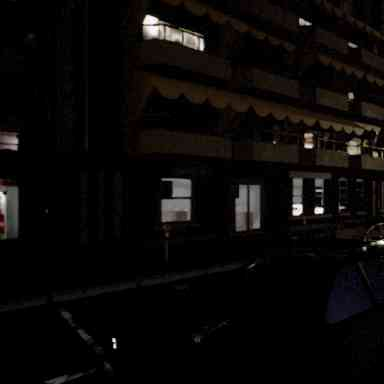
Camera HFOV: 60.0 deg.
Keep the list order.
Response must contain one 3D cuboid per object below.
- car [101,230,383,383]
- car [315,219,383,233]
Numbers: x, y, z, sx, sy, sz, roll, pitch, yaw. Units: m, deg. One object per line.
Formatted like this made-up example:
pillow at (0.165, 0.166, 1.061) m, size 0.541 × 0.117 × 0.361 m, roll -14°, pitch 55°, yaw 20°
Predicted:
car at (1.619, 1.545, 4.545) m, size 5.357 × 1.411 × 2.033 m, roll 0°, pitch 0°, yaw -36°
car at (5.041, 1.542, 10.187) m, size 4.403 × 1.369 × 2.008 m, roll 0°, pitch 0°, yaw -36°
